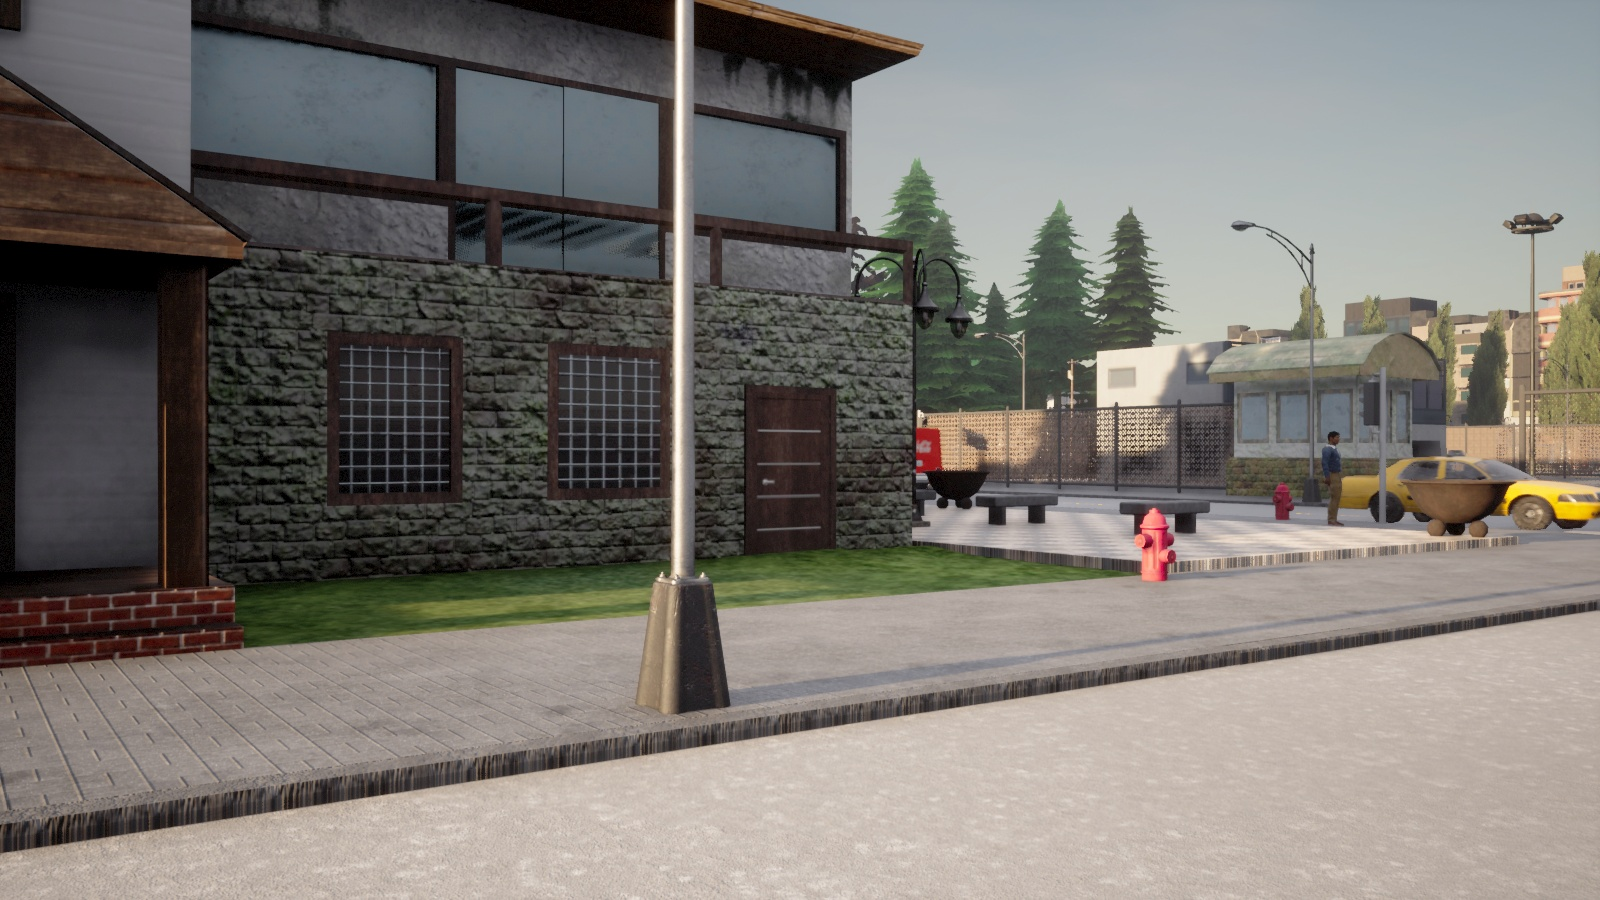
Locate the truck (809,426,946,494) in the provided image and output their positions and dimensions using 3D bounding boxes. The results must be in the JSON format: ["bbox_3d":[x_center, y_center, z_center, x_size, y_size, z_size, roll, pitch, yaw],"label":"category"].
[{"bbox_3d":[2.918,0.371,48.575,2.627,2.467,5.204,0,0,-35],"label":"truck"}]

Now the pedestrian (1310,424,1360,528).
[{"bbox_3d":[10.221,0.487,24.008,0.788,1.949,0.423,0,0,39],"label":"pedestrian"}]

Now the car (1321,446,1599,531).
[{"bbox_3d":[13.753,0.719,25.988,1.801,1.575,5.366,0,0,-35],"label":"car"}]
